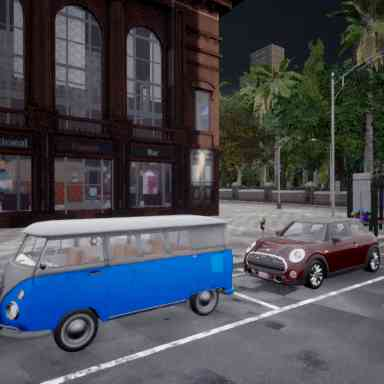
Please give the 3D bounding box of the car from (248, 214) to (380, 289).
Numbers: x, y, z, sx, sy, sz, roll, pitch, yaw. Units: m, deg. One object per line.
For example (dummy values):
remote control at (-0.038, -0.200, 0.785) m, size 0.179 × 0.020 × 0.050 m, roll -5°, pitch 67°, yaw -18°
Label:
car at (3.298, 1.438, 9.048) m, size 4.097 × 1.590 × 1.967 m, roll 0°, pitch 0°, yaw -36°

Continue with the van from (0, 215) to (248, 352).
van at (-1.103, 1.341, 5.874) m, size 3.998 × 1.788 × 1.690 m, roll 0°, pitch 0°, yaw -36°
